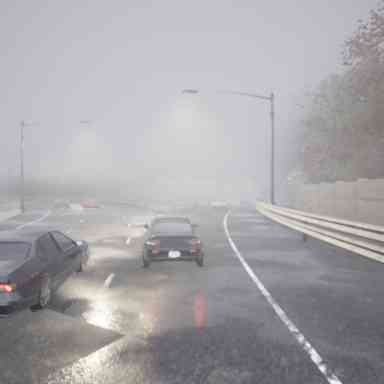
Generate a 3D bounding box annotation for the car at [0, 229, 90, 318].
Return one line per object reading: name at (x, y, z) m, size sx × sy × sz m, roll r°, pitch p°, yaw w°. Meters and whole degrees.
car at (-3.823, 1.566, 7.681) m, size 2.033 × 1.411 × 5.357 m, roll 0°, pitch 0°, yaw -5°

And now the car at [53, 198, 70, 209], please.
car at (-18.711, 1.590, 47.587) m, size 2.128 × 1.511 × 4.902 m, roll 0°, pitch 0°, yaw -27°

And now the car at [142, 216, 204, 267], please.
car at (-0.698, 1.535, 11.360) m, size 1.812 × 1.442 × 4.674 m, roll 0°, pitch 0°, yaw -5°

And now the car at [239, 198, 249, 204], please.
car at (12.386, 2.212, 78.841) m, size 1.837 × 1.490 × 4.892 m, roll 0°, pitch -3°, yaw 15°

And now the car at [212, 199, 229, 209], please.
car at (3.859, 1.611, 44.428) m, size 1.895 × 1.301 × 4.718 m, roll 0°, pitch 0°, yaw 12°

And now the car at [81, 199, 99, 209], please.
car at (-14.302, 1.645, 46.553) m, size 1.994 × 1.385 × 4.181 m, roll 0°, pitch 0°, yaw -25°
